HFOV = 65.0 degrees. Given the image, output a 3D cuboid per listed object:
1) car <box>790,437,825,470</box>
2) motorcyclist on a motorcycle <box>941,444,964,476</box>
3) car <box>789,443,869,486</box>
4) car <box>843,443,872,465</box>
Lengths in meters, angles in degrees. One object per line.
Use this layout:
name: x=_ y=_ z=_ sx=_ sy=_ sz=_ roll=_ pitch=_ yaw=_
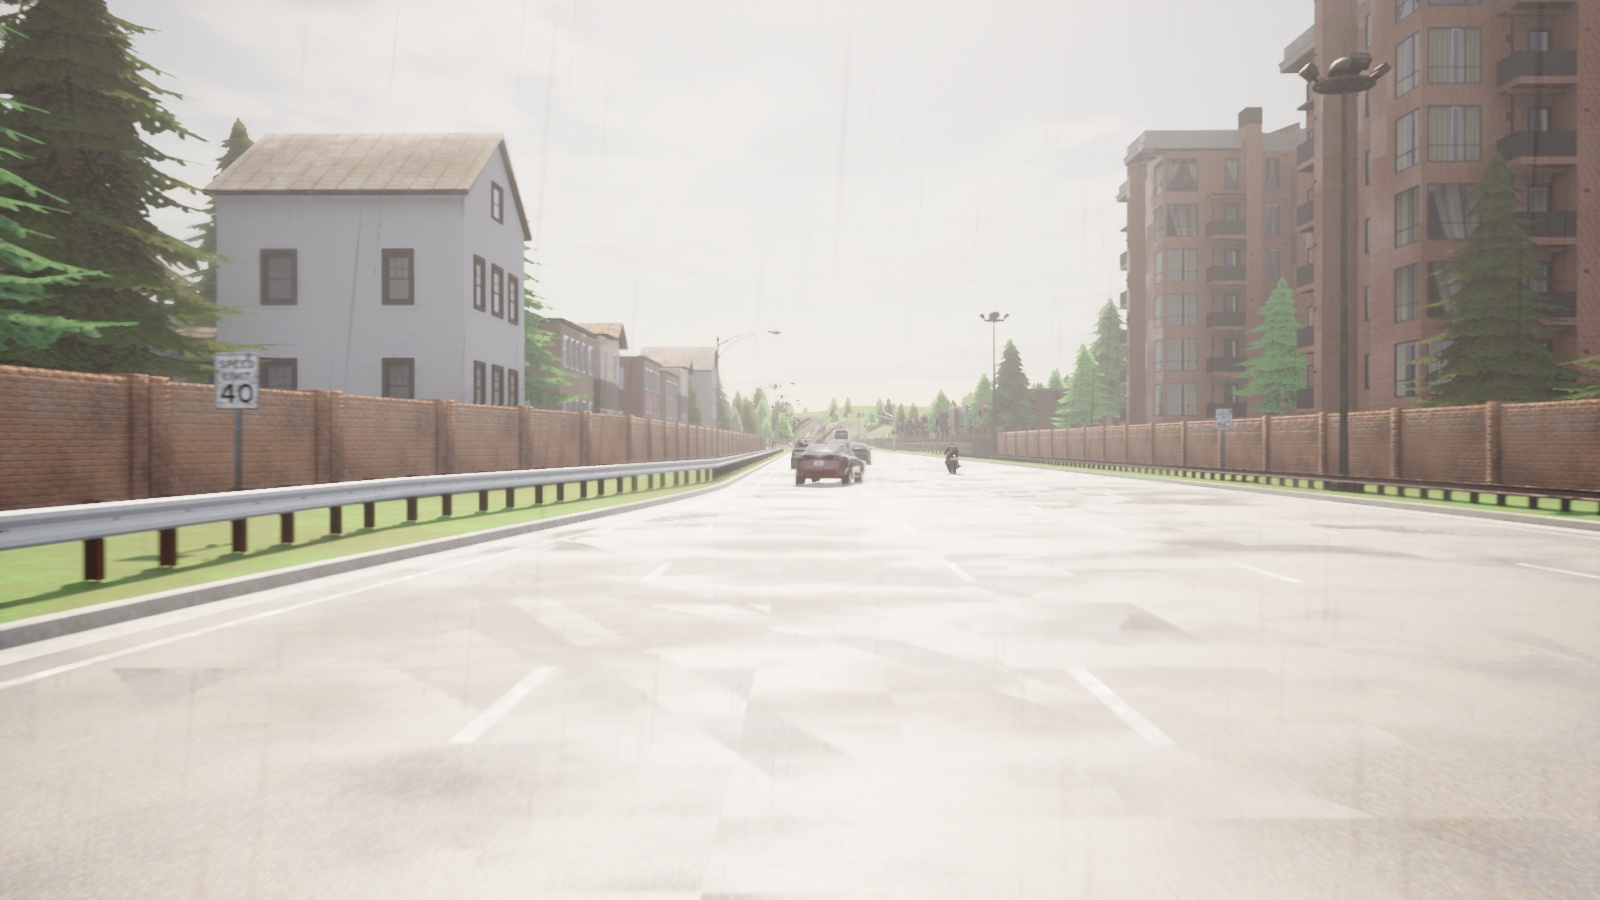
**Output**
car: x=0.438 y=0.163 z=72.608 sx=1.932 sy=1.855 sz=4.605 roll=0 pitch=0 yaw=0
motorcyclist on a motorcycle: x=7.361 y=0.452 z=60.804 sx=0.866 sy=1.530 sz=2.191 roll=0 pitch=0 yaw=0
car: x=1.141 y=0.493 z=46.096 sx=2.163 sy=1.488 sz=4.792 roll=0 pitch=0 yaw=11
car: x=4.020 y=0.265 z=88.692 sx=1.837 sy=1.490 sz=4.892 roll=0 pitch=0 yaw=0
